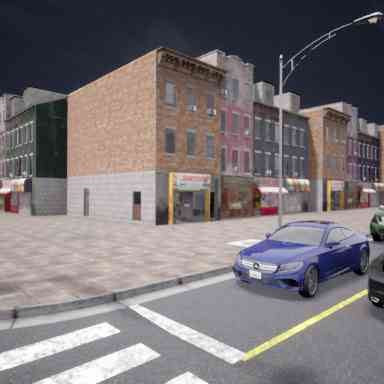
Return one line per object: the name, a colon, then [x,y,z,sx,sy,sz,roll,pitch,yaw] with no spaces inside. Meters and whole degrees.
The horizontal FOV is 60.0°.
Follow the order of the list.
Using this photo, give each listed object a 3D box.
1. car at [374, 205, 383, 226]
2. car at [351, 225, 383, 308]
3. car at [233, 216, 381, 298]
car: [10.209,1.191,15.289,5.566,2.045,2.150,0,0,-42]
car: [5.248,1.491,6.813,4.892,1.490,1.837,0,0,-43]
car: [3.061,1.502,8.677,4.674,1.442,1.812,0,0,-43]
